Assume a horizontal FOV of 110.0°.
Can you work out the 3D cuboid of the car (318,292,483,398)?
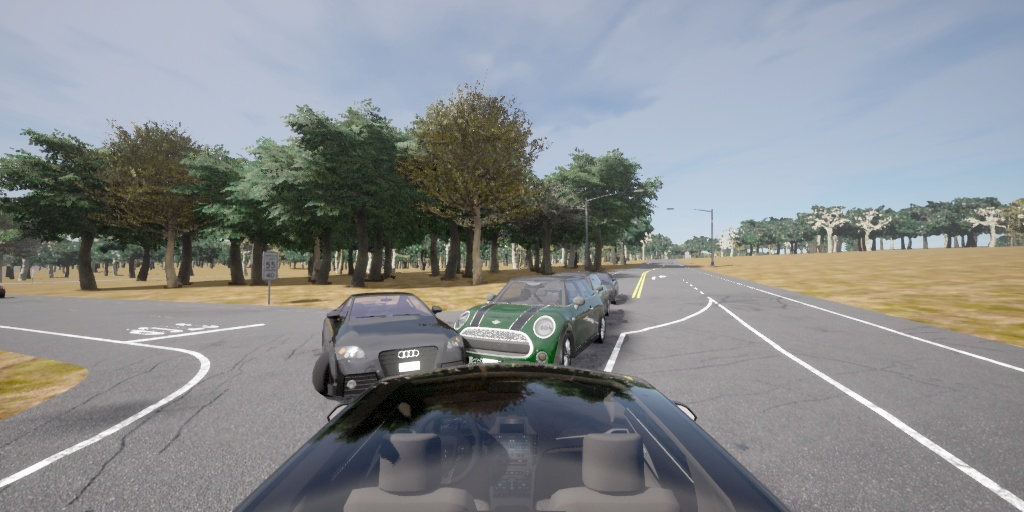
[{"bbox_3d":[-2.354,1.376,6.609,1.994,1.385,4.181,1,-2,-29],"label":"car"}]

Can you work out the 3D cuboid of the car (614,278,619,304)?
[{"bbox_3d":[4.218,1.509,17.854,1.994,1.385,4.181,-1,0,19],"label":"car"}]

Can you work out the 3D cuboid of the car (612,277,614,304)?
[{"bbox_3d":[2.025,1.344,12.127,2.097,1.767,4.553,-1,-1,21],"label":"car"}]

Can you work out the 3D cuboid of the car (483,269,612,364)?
[{"bbox_3d":[0.618,1.218,7.814,2.097,1.767,4.553,-1,-2,26],"label":"car"}]

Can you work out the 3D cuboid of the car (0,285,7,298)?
[{"bbox_3d":[-40.859,2.562,27.373,4.181,1.385,1.994,-2,-3,22],"label":"car"}]
